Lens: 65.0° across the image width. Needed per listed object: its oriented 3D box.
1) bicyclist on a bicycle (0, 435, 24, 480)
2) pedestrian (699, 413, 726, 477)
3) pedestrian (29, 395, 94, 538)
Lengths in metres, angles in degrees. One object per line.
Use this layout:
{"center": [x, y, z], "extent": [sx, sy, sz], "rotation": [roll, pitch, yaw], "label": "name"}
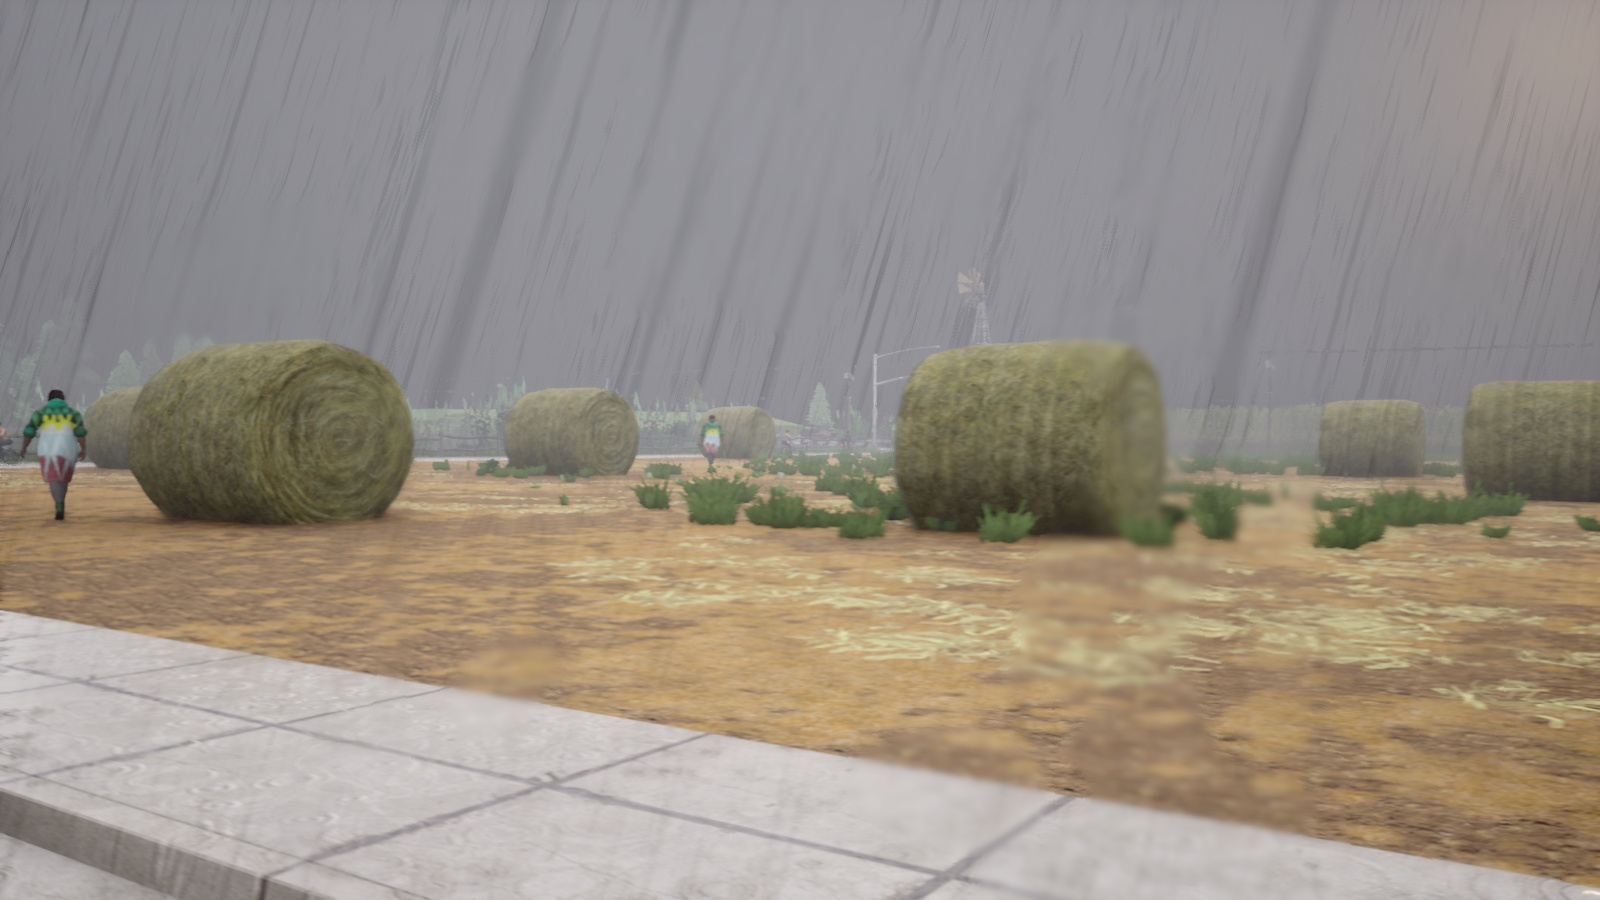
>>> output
{"center": [-29.063, 0.276, 45.372], "extent": [0.866, 1.612, 1.509], "rotation": [0, 1, 36], "label": "bicyclist on a bicycle"}
{"center": [-2.712, -0.151, 38.881], "extent": [0.659, 1.952, 0.873], "rotation": [-1, 1, -15], "label": "pedestrian"}
{"center": [-10.416, 0.219, 17.703], "extent": [0.659, 1.952, 0.873], "rotation": [-1, 1, -38], "label": "pedestrian"}
